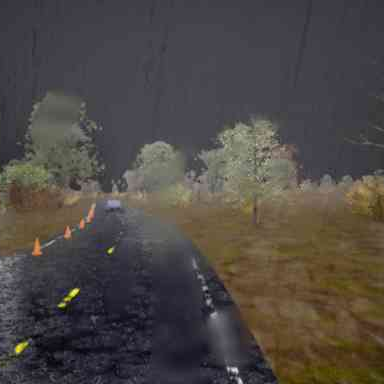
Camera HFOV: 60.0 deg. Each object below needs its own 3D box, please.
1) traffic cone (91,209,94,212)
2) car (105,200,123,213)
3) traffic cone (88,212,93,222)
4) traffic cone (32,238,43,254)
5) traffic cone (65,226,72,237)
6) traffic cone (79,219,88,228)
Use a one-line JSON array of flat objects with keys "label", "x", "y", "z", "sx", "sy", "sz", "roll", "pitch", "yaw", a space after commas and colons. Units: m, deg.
[{"label": "traffic cone", "x": -9.580, "y": 2.127, "z": 31.767, "sx": 0.340, "sy": 0.580, "sz": 0.340, "roll": 0, "pitch": 0, "yaw": -16}, {"label": "car", "x": -9.297, "y": 1.679, "z": 39.622, "sx": 1.882, "sy": 1.535, "sz": 5.008, "roll": 0, "pitch": 0, "yaw": -16}, {"label": "traffic cone", "x": -8.365, "y": 2.101, "z": 27.027, "sx": 0.340, "sy": 0.580, "sz": 0.340, "roll": 0, "pitch": 0, "yaw": -13}, {"label": "traffic cone", "x": -5.851, "y": 2.031, "z": 12.572, "sx": 0.340, "sy": 0.580, "sz": 0.340, "roll": 0, "pitch": 0, "yaw": -6}, {"label": "traffic cone", "x": -6.498, "y": 2.053, "z": 17.422, "sx": 0.340, "sy": 0.580, "sz": 0.340, "roll": 0, "pitch": 0, "yaw": -9}, {"label": "traffic cone", "x": -7.336, "y": 2.076, "z": 22.243, "sx": 0.340, "sy": 0.580, "sz": 0.340, "roll": 0, "pitch": 0, "yaw": -11}]
